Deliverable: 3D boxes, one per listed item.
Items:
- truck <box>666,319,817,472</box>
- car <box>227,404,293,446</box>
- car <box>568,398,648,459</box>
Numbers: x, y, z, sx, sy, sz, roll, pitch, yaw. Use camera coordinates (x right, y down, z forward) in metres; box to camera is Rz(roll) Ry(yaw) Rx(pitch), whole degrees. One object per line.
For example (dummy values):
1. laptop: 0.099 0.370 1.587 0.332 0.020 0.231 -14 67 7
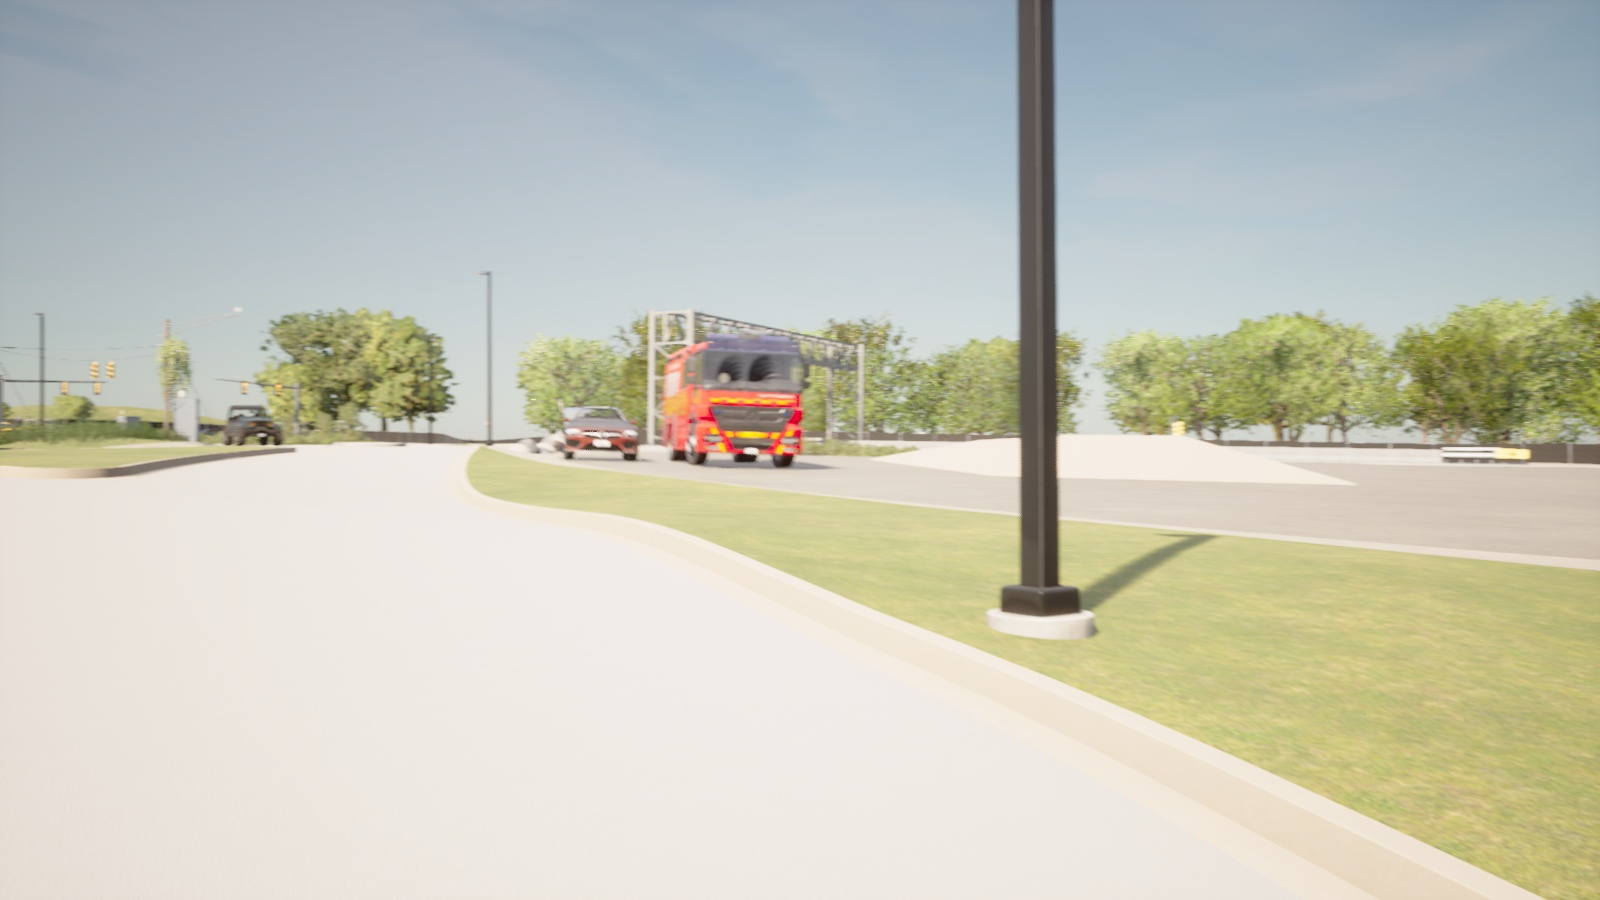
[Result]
1. truck: -1.931 -1.455 36.649 2.891 3.827 8.468 2 0 -12
2. car: -24.718 -1.122 57.432 1.905 1.878 3.866 0 1 -37
3. car: -5.886 -0.644 37.960 2.152 1.651 5.027 2 0 -11
